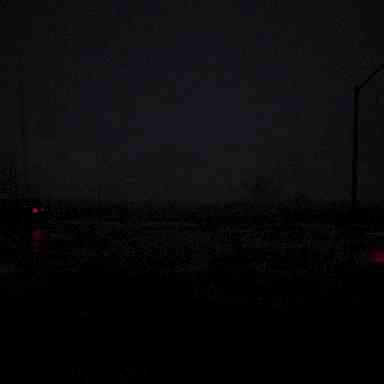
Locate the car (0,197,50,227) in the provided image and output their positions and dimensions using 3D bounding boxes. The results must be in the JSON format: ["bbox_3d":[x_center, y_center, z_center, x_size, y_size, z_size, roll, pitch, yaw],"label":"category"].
[{"bbox_3d":[-11.164,1.101,20.167,4.553,1.767,2.097,1,1,1],"label":"car"}]
